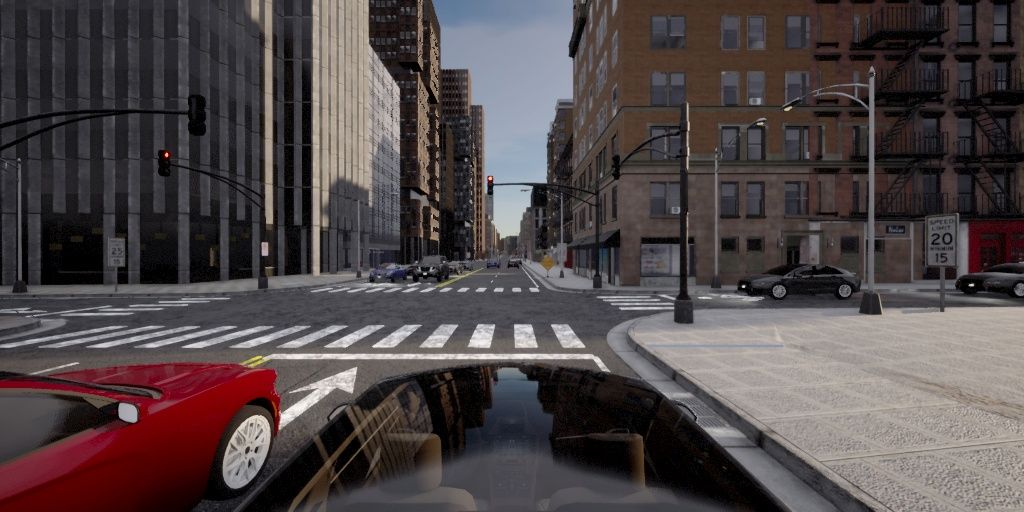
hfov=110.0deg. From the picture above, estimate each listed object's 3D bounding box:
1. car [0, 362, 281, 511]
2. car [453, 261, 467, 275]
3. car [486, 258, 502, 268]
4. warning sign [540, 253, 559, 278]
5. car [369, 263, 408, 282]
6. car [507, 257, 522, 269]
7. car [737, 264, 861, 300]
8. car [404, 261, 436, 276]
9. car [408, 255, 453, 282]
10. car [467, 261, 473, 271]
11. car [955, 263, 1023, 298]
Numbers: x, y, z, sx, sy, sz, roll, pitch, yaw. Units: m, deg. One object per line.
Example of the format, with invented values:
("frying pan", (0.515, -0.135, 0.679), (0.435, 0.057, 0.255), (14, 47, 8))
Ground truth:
("car", (-3.153, 1.228, 1.429), (1.882, 1.535, 5.008), (0, 0, 0))
("car", (-6.505, 1.262, 39.413), (1.837, 1.490, 4.892), (0, 0, 0))
("car", (-3.050, 1.118, 59.502), (2.097, 1.767, 4.553), (0, 0, 1))
("warning sign", (2.917, 0.868, 29.148), (1.300, 1.860, 1.060), (0, 0, 0))
("car", (-9.784, 1.279, 28.743), (1.812, 1.442, 4.674), (0, 0, 0))
("car", (0.193, 1.271, 58.753), (1.837, 1.490, 4.892), (0, 0, 0))
("car", (12.908, 1.116, 16.281), (4.892, 1.490, 1.837), (0, 0, -1))
("car", (-9.760, 1.304, 38.330), (2.033, 1.411, 5.357), (0, 0, 0))
("car", (-6.546, 0.975, 29.497), (2.150, 2.045, 5.566), (0, 0, -1))
("car", (-6.470, 1.325, 49.375), (1.994, 1.385, 4.181), (0, 0, 0))
("car", (23.173, 1.042, 16.193), (4.892, 1.490, 1.837), (0, 0, 0))
